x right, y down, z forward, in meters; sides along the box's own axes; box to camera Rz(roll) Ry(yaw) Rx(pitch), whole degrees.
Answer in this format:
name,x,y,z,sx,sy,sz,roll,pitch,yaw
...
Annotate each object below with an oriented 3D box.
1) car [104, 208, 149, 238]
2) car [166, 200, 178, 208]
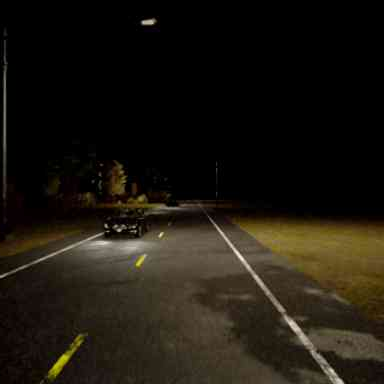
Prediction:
name,x,y,z,sx,sy,sz,roll,pitch,yaw
car,-3.597,1.677,18.869,1.837,1.490,4.892,0,-1,0
car,-3.529,2.109,59.837,1.994,1.385,4.181,0,-1,1
